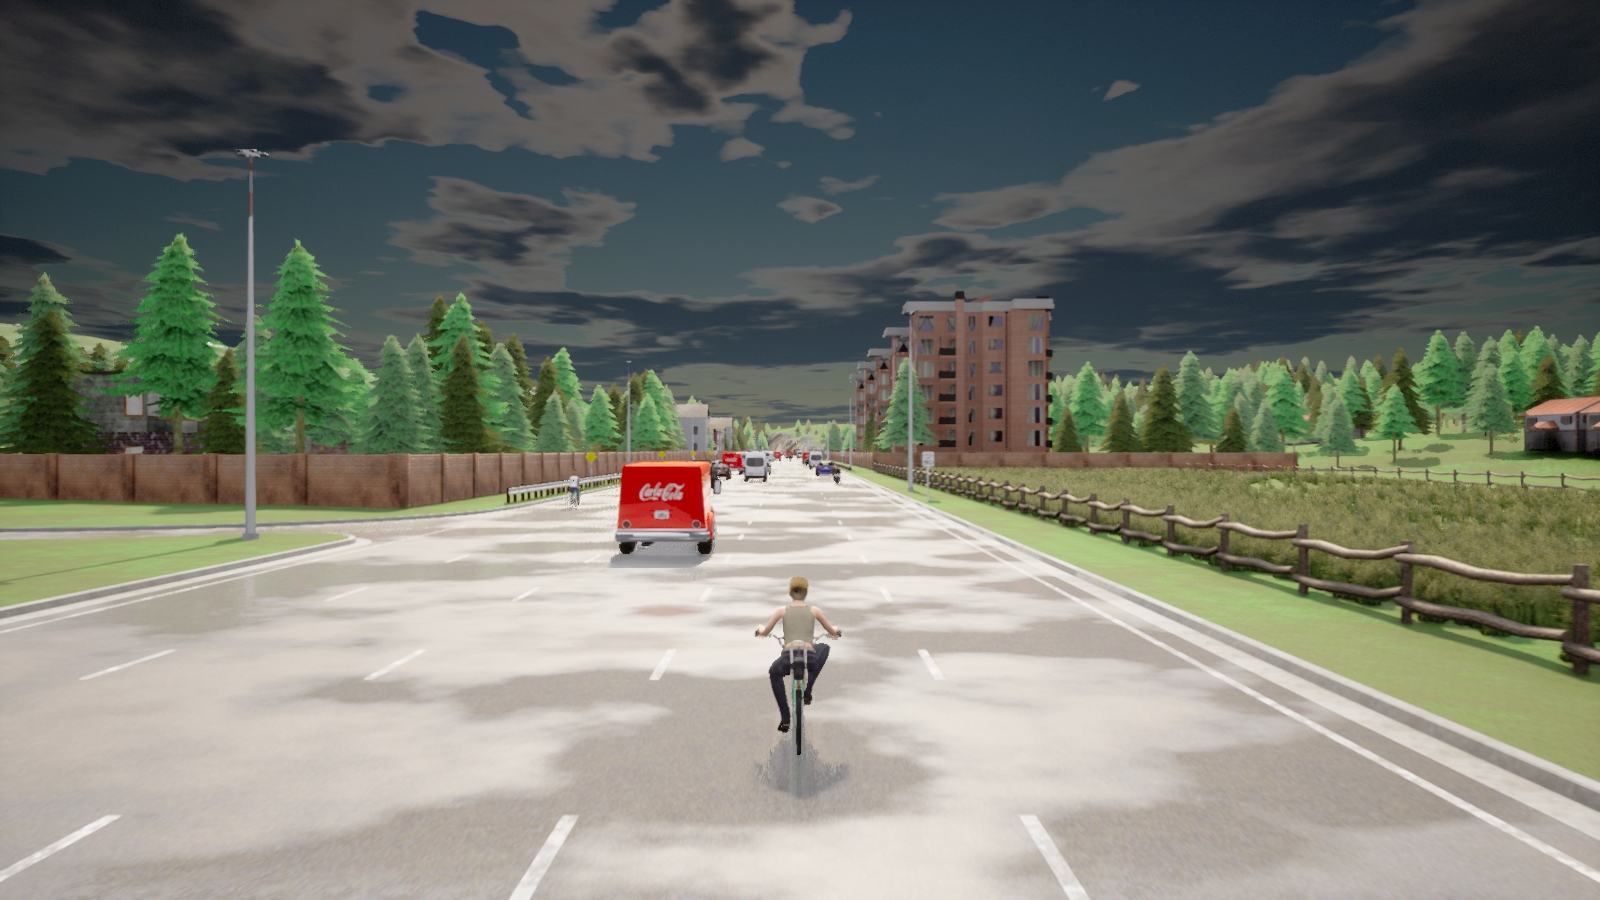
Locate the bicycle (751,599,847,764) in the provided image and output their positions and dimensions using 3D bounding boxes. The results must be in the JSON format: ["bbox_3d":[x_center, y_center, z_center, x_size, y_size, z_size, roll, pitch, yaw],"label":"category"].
[{"bbox_3d":[-0.015,2.160,10.939,0.859,1.276,1.487,0,0,-1],"label":"bicycle"}]

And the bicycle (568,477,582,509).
[{"bbox_3d":[-10.787,2.065,54.821,0.373,1.496,1.643,0,0,0],"label":"bicycle"}]

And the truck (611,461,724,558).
[{"bbox_3d":[-3.627,1.576,32.387,2.627,2.467,5.204,0,0,0],"label":"truck"}]
